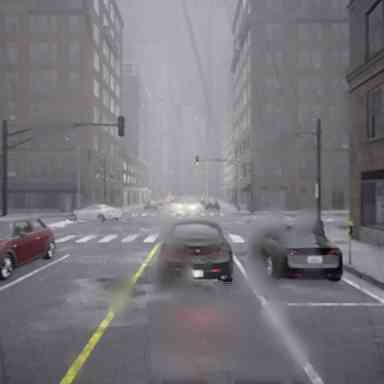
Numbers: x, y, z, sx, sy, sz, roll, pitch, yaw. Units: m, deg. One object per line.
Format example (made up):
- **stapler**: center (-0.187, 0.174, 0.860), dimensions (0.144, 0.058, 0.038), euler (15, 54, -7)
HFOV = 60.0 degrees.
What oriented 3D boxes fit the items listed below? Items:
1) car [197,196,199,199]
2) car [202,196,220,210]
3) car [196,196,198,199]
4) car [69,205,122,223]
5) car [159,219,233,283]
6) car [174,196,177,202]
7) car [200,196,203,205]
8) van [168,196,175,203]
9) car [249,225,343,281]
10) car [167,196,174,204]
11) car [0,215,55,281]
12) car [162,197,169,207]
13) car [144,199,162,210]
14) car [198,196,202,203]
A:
- **car**: center (2.895, 1.951, 79.334), dimensions (1.967, 1.590, 4.097), euler (0, -1, 0)
- **car**: center (2.859, 1.707, 46.881), dimensions (1.967, 1.590, 4.097), euler (0, 0, 0)
- **car**: center (2.901, 1.874, 84.744), dimensions (2.192, 1.841, 5.009), euler (0, -1, 0)
- **car**: center (-8.051, 1.776, 27.664), dimensions (4.674, 1.442, 1.812), euler (-1, -2, 24)
- **car**: center (0.095, 1.557, 9.824), dimensions (1.837, 1.490, 4.892), euler (0, 0, 0)
- **car**: center (-5.624, 1.874, 84.748), dimensions (2.192, 1.841, 5.009), euler (0, -1, 0)
- **car**: center (2.872, 1.891, 57.698), dimensions (2.008, 1.369, 4.403), euler (0, 0, 0)
- **van**: center (-5.618, 1.951, 90.156), dimensions (1.690, 1.788, 3.998), euler (0, -1, 0)
- **car**: center (2.850, 1.615, 9.791), dimensions (1.947, 1.339, 4.313), euler (0, 0, 0)
- **car**: center (-5.635, 1.989, 73.760), dimensions (1.752, 1.417, 4.829), euler (0, 0, 0)
- **car**: center (-5.676, 1.490, 9.786), dimensions (1.967, 1.590, 4.097), euler (0, 0, 0)
- **car**: center (-5.653, 1.891, 57.704), dimensions (2.008, 1.369, 4.403), euler (0, 0, 0)
- **car**: center (-5.666, 1.849, 46.888), dimensions (1.802, 1.307, 4.206), euler (0, 0, 0)
- **car**: center (2.883, 1.862, 68.516), dimensions (1.967, 1.590, 4.097), euler (0, 0, 0)
